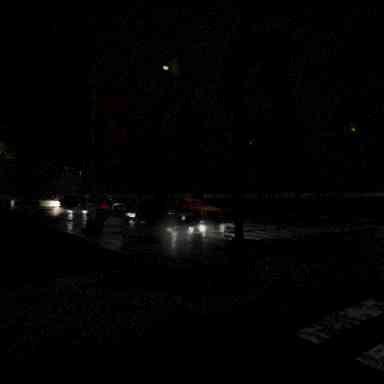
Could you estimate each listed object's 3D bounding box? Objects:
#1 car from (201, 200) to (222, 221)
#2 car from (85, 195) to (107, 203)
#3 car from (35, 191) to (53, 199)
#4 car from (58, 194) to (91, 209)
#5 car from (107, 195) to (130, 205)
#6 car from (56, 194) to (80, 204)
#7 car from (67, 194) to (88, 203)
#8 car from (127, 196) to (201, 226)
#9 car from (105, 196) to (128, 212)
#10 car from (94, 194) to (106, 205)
[{"bbox_3d":[0.066,1.235,23.888,1.882,1.535,5.008,1,0,-35],"label":"car"},{"bbox_3d":[-17.178,1.192,59.451,2.033,1.411,5.357,1,-1,-35],"label":"car"},{"bbox_3d":[-22.186,0.615,49.692,1.837,1.490,4.892,1,0,-35],"label":"car"},{"bbox_3d":[-13.272,1.082,37.016,1.837,1.490,4.892,1,0,-35],"label":"car"},{"bbox_3d":[-11.348,1.229,51.363,1.994,1.385,4.181,1,0,-35],"label":"car"},{"bbox_3d":[-19.036,1.102,50.843,2.033,1.411,5.357,1,-1,-35],"label":"car"},{"bbox_3d":[-19.823,1.087,57.565,2.128,1.511,4.902,1,-1,-35],"label":"car"},{"bbox_3d":[-1.892,1.208,21.033,2.128,1.511,4.902,1,0,-35],"label":"car"},{"bbox_3d":[-6.479,1.168,33.074,2.128,1.511,4.902,1,0,-35],"label":"car"},{"bbox_3d":[-13.744,1.123,49.106,1.837,1.490,4.892,1,0,-34],"label":"car"}]
